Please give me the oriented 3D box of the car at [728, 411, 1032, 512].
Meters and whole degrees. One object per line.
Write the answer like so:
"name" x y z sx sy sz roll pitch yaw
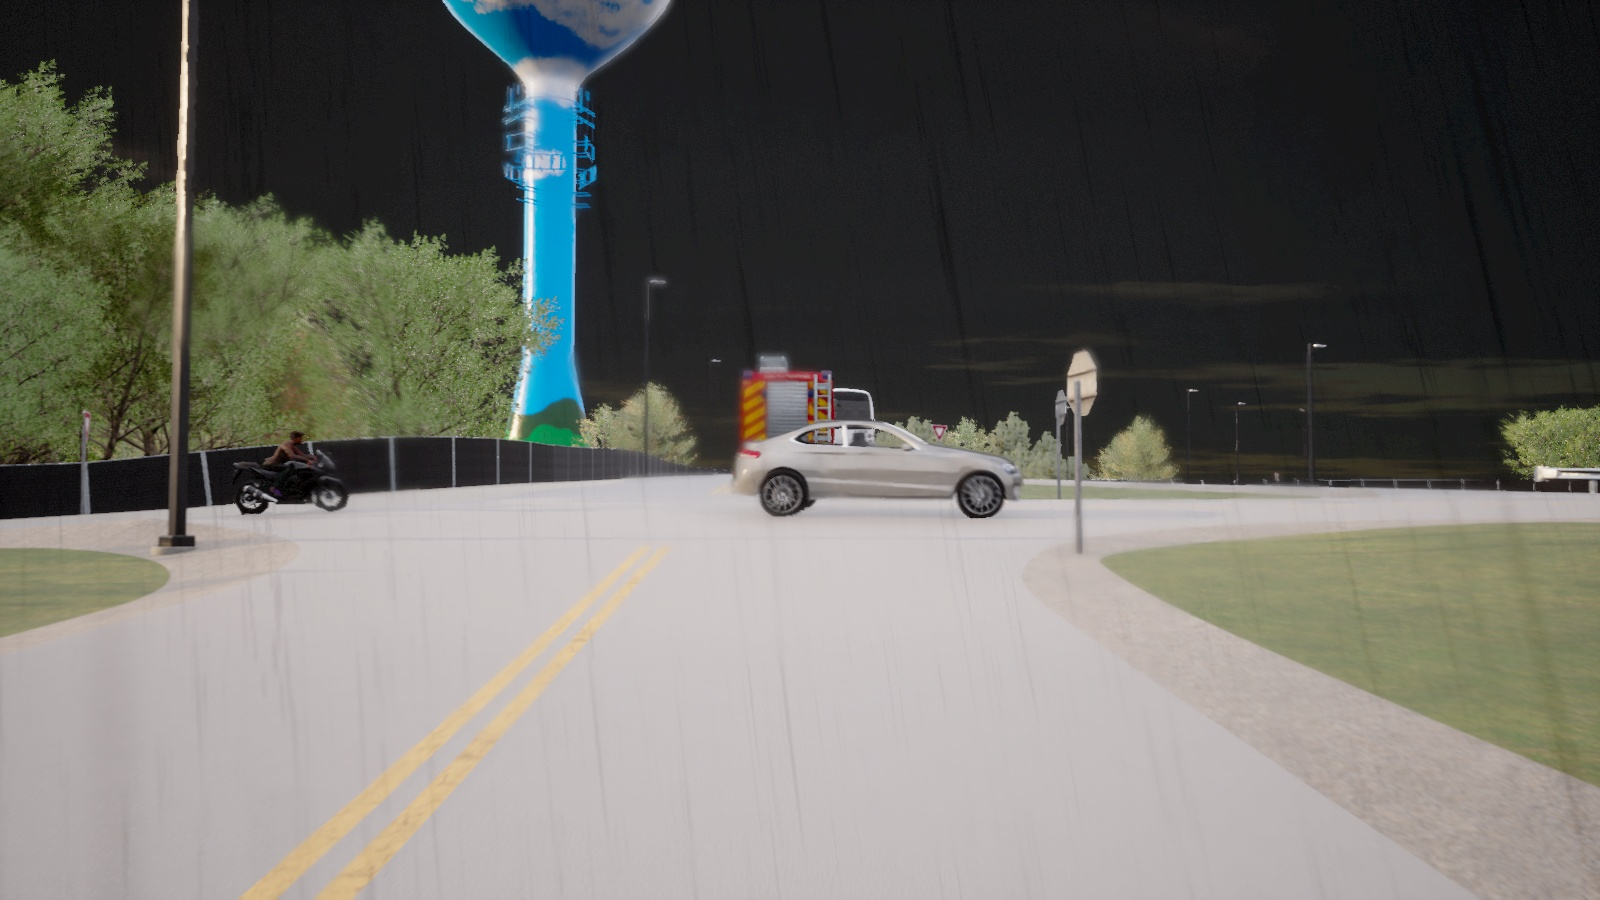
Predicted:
"car" 1.423 0.159 21.854 5.027 1.651 2.152 0 1 7

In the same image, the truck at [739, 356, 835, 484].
"truck" -0.365 -0.891 41.986 2.891 3.827 8.468 0 0 0

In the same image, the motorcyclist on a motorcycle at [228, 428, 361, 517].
"motorcyclist on a motorcycle" -9.103 0.396 22.696 2.044 1.523 0.797 -2 1 -6

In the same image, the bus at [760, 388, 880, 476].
"bus" 0.843 -0.779 66.144 3.944 4.253 10.273 0 -1 -13
